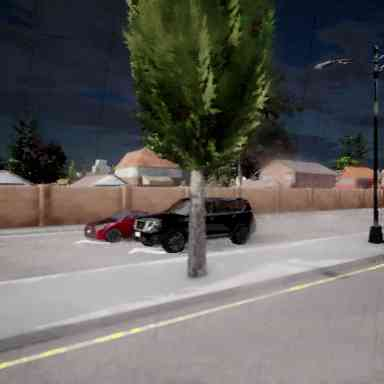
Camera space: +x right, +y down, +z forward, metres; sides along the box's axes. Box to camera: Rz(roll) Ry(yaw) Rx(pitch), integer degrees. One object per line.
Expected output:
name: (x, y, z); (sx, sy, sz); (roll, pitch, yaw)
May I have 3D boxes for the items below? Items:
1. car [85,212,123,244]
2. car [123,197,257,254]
car: (-2.939, 1.570, 15.962); (4.181, 1.385, 1.994); (0, 0, -35)
car: (0.260, 1.230, 13.928); (5.566, 2.045, 2.150); (0, 0, -35)
